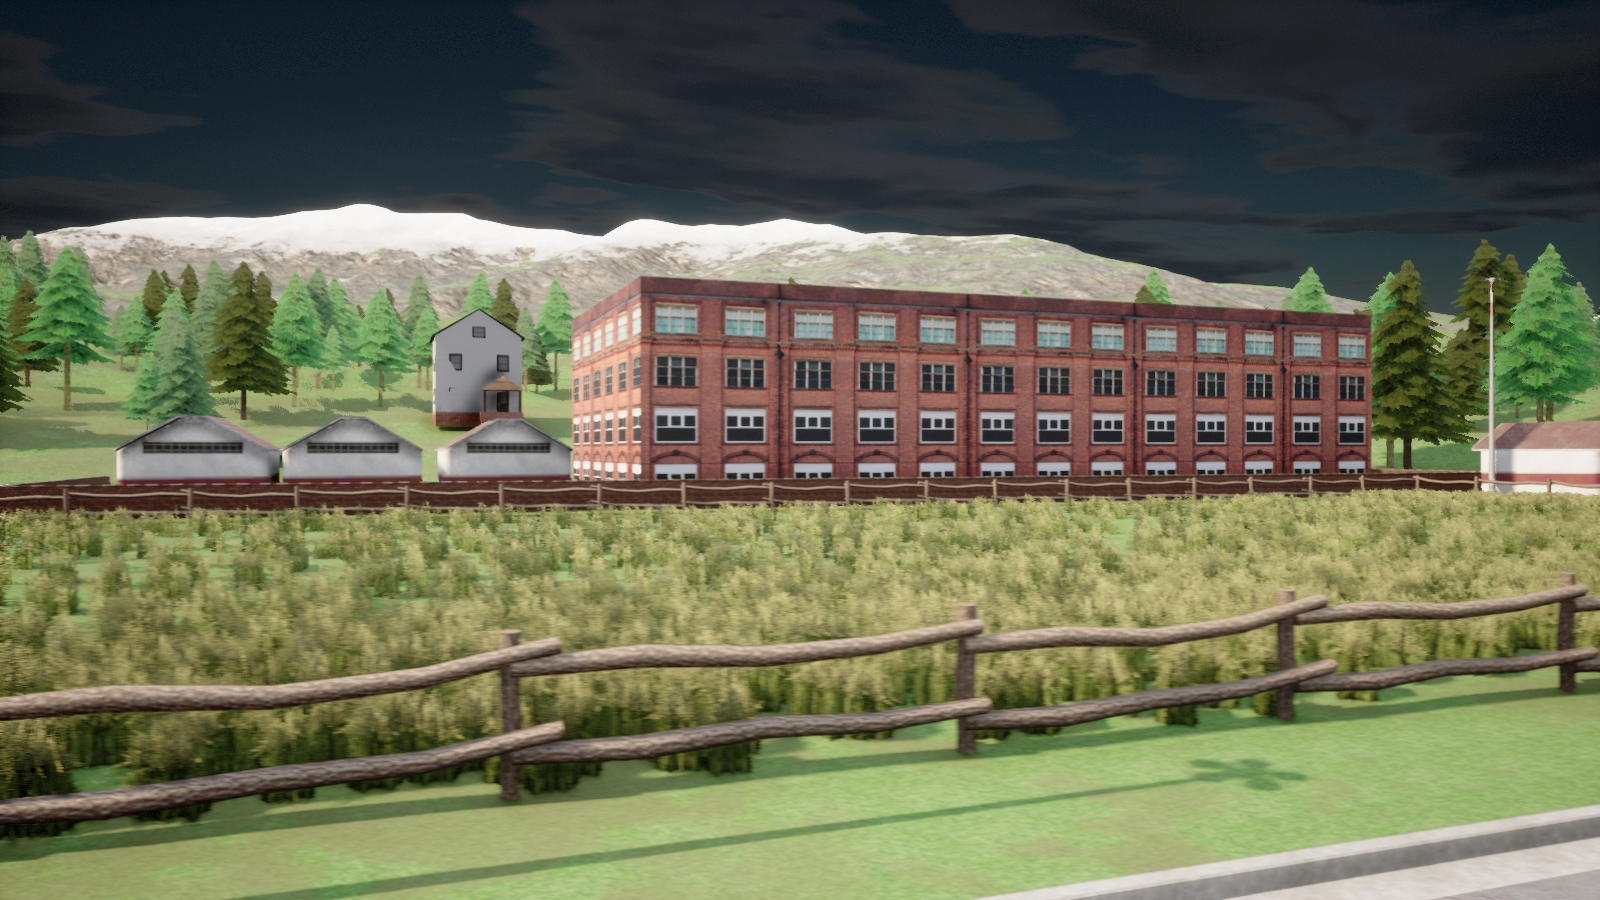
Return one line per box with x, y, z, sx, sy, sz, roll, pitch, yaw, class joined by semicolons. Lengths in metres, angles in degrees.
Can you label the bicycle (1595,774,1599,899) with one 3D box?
4.149;2.060;4.801;1.835;1.471;0.329;0;0;-20;bicycle
